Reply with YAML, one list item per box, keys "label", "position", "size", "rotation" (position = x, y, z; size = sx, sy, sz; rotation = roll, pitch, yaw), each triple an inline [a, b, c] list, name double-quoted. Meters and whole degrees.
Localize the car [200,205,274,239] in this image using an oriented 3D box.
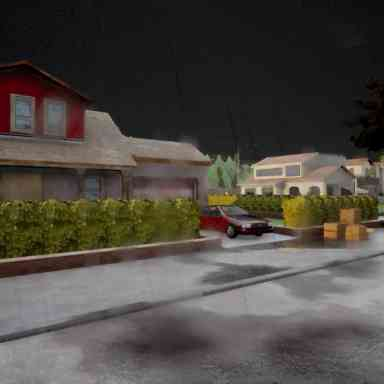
- label: "car"
  position: [1.530, 1.356, 16.517]
  size: [2.033, 1.415, 5.357]
  rotation: [0, 0, -33]
